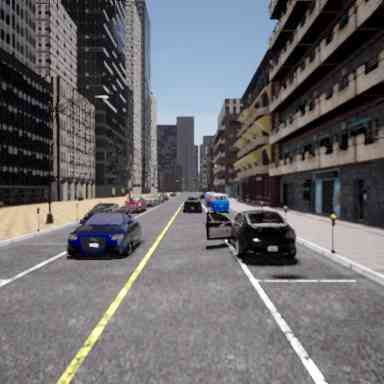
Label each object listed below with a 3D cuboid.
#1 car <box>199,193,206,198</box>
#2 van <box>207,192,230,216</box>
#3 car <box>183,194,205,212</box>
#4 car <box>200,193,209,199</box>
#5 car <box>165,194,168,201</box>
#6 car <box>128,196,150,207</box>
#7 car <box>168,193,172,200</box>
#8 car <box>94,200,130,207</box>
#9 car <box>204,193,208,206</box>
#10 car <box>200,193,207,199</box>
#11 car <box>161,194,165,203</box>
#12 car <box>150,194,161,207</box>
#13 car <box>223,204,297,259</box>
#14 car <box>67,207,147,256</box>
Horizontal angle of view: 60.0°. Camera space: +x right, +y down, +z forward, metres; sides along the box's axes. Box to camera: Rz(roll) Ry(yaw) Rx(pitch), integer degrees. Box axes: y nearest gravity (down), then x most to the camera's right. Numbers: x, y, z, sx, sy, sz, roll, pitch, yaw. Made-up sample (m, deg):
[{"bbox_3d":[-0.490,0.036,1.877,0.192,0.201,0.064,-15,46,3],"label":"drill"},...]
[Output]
[{"bbox_3d":[2.810,0.871,88.285,1.752,1.417,4.829,0,0,0],"label":"car"},{"bbox_3d":[2.733,1.076,32.887,1.690,1.788,3.998,0,0,0],"label":"van"},{"bbox_3d":[0.088,1.232,33.969,1.837,1.490,4.892,0,1,1],"label":"car"},{"bbox_3d":[2.795,0.984,77.070,1.947,1.339,4.313,0,0,0],"label":"car"},{"bbox_3d":[-5.617,1.013,54.991,1.967,1.590,4.097,0,0,0],"label":"car"},{"bbox_3d":[-5.648,1.174,32.900,1.967,1.590,4.097,0,0,0],"label":"car"},{"bbox_3d":[-5.601,1.059,66.037,1.947,1.339,4.313,0,0,0],"label":"car"},{"bbox_3d":[-5.663,1.386,21.855,1.947,1.339,4.313,0,0,0],"label":"car"},{"bbox_3d":[2.749,1.197,43.933,1.887,1.381,4.507,0,0,0],"label":"car"},{"bbox_3d":[2.803,0.906,82.762,1.752,1.417,4.829,0,0,0],"label":"car"},{"bbox_3d":[-5.624,1.163,49.468,2.008,1.369,4.403,0,0,0],"label":"car"},{"bbox_3d":[-5.632,1.203,43.945,2.008,1.369,4.403,0,0,0],"label":"car"},{"bbox_3d":[2.371,1.403,12.173,1.837,1.490,4.892,0,0,0],"label":"car"},{"bbox_3d":[-3.083,1.460,12.428,1.994,1.385,4.181,0,0,0],"label":"car"}]
